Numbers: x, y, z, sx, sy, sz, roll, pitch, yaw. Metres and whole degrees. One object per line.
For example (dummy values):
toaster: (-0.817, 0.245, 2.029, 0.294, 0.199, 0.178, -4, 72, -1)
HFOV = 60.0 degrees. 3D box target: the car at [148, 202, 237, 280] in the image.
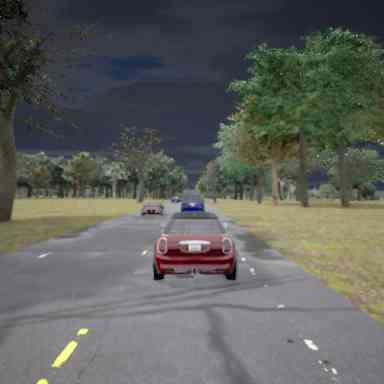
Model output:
car: (0.072, 1.359, 10.092, 2.097, 1.767, 4.553, 0, 0, 0)

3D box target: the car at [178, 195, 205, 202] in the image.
car: (0.066, 1.257, 31.680, 2.150, 2.045, 5.566, 0, 0, 0)

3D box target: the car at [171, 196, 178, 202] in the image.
car: (-3.575, 1.690, 72.822, 1.882, 1.535, 5.008, 0, 0, 0)

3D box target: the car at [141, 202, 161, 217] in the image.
car: (-3.630, 1.600, 31.585, 1.994, 1.385, 4.181, 0, 0, 0)
